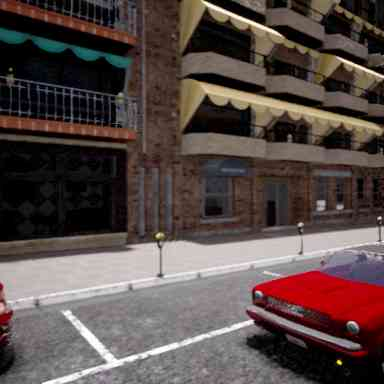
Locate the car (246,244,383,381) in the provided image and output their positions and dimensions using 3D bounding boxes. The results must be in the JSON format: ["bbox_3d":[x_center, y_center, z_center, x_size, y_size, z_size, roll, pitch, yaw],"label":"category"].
[{"bbox_3d":[3.152,1.653,5.633,4.718,1.301,1.895,1,0,-36],"label":"car"}]

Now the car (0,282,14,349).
[{"bbox_3d":[-4.253,1.572,3.491,4.206,1.307,1.802,1,-1,-36],"label":"car"}]
